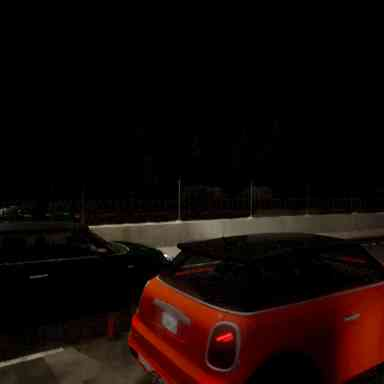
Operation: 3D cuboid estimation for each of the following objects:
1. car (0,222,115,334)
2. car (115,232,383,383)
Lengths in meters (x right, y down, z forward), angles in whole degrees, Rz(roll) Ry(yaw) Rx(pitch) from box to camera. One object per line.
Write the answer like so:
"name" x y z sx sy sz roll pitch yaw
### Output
"car" -2.409 1.331 6.116 4.553 1.767 2.097 0 0 -34
"car" 1.546 1.347 4.538 4.553 1.767 2.097 0 0 -33
